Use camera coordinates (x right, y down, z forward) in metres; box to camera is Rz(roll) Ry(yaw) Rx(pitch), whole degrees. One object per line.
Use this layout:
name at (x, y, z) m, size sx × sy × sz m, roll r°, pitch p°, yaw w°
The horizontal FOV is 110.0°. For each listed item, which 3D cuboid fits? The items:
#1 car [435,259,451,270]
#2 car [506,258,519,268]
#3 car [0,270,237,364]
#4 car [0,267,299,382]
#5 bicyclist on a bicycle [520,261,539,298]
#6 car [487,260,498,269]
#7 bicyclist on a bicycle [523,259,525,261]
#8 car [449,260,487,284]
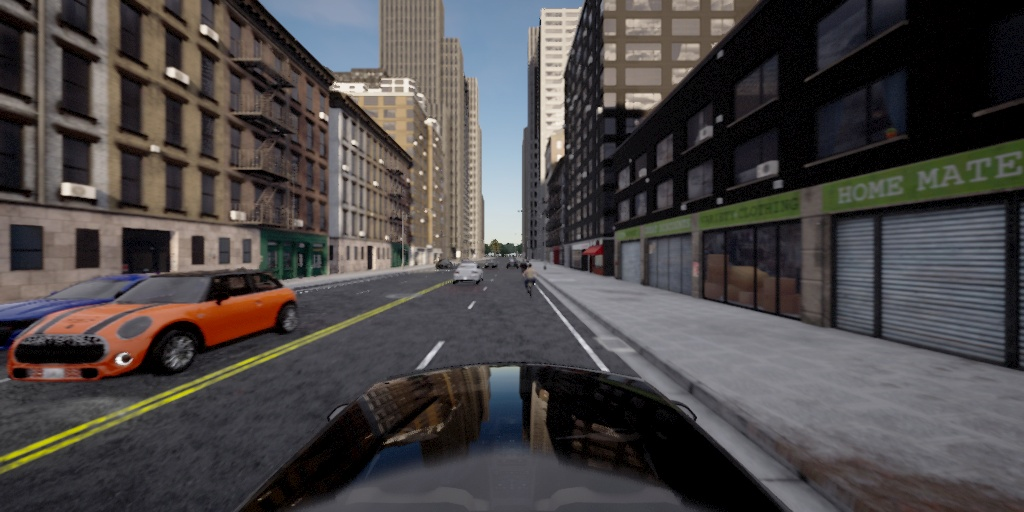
car at (-9.808, 1.205, 51.833) m, size 1.837 × 1.490 × 4.892 m, roll 0°, pitch 0°, yaw 0°
car at (0.078, 1.217, 57.722) m, size 1.812 × 1.442 × 4.674 m, roll 0°, pitch 0°, yaw 0°
car at (-9.849, 1.221, 9.126) m, size 1.882 × 1.535 × 5.008 m, roll 0°, pitch 0°, yaw 0°
car at (-6.599, 1.097, 7.405) m, size 2.097 × 1.767 × 4.553 m, roll 0°, pitch 0°, yaw 0°
bicyclist on a bicycle at (0.879, 1.171, 17.223) m, size 0.866 × 1.612 × 1.509 m, roll 0°, pitch 0°, yaw 0°
car at (-3.145, 1.295, 55.699) m, size 1.895 × 1.301 × 4.718 m, roll 0°, pitch 0°, yaw 0°
bicyclist on a bicycle at (0.896, 1.096, 27.514) m, size 0.659 × 1.776 × 1.843 m, roll 0°, pitch 0°, yaw 0°
car at (-3.148, 1.253, 26.471) m, size 1.812 × 1.442 × 4.674 m, roll 0°, pitch 0°, yaw 0°
